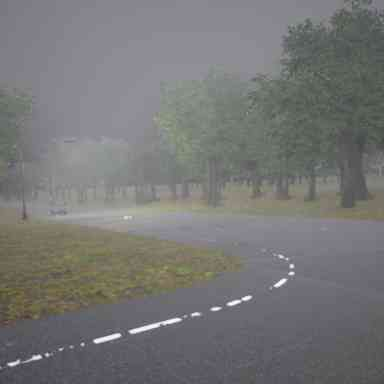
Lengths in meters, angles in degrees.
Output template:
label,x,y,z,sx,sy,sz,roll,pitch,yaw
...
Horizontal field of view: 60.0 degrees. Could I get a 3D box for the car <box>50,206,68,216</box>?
label,x,y,z,sx,sy,sz,roll,pitch,yaw
car,-21.272,3.003,52.896,2.033,1.411,5.357,-4,1,-33
